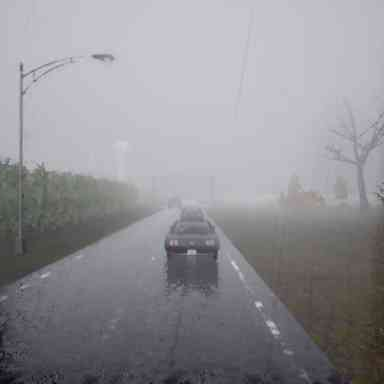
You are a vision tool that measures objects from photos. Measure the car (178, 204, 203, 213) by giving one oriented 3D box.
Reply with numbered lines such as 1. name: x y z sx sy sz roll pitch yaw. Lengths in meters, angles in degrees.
1. car: 0.015 1.904 28.285 1.895 1.301 4.718 0 -1 0

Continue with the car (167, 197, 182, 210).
1. car: -2.767 1.827 54.537 2.150 2.045 5.566 0 -1 0

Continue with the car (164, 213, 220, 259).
1. car: 0.018 1.742 13.288 1.895 1.301 4.718 0 -1 0
